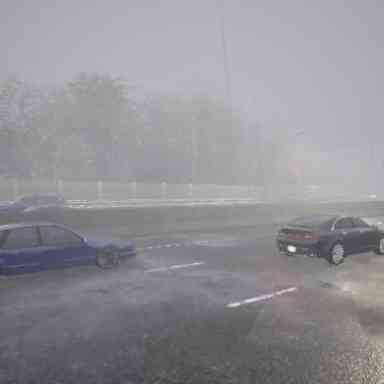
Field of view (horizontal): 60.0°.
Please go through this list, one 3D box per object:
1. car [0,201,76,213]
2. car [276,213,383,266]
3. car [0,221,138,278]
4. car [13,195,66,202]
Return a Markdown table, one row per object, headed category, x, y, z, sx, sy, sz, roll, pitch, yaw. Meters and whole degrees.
| category | x | y | z | sx | sy | sz | roll | pitch | yaw |
| --- | --- | --- | --- | --- | --- | --- | --- | --- | --- |
| car | -8.773 | 1.505 | 19.230 | 4.892 | 1.490 | 1.837 | 0 | 0 | -35 |
| car | 5.045 | 1.508 | 11.647 | 4.892 | 1.490 | 1.837 | 0 | 0 | -36 |
| car | -4.264 | 1.548 | 9.305 | 5.357 | 1.411 | 2.033 | 0 | 0 | -36 |
| car | -12.300 | 1.222 | 25.312 | 5.566 | 2.045 | 2.150 | 0 | 0 | -35 |
